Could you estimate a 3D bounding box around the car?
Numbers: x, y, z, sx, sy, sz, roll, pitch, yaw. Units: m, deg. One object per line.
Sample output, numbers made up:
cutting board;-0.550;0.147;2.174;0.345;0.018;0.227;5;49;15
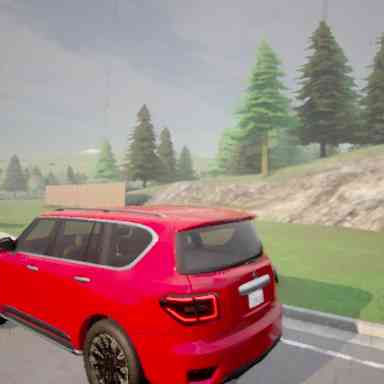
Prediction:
car;-1.404;1.225;5.213;5.566;2.045;2.150;0;0;39
